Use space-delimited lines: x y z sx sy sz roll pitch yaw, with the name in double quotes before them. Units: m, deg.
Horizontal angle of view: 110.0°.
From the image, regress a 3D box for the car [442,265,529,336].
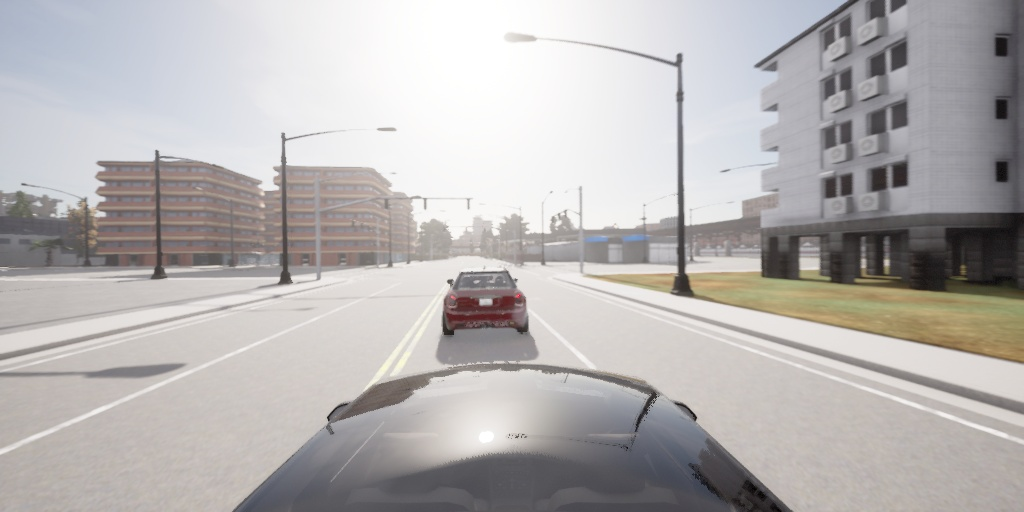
"car" -0.834 1.065 10.515 2.097 1.767 4.553 -1 1 -6
